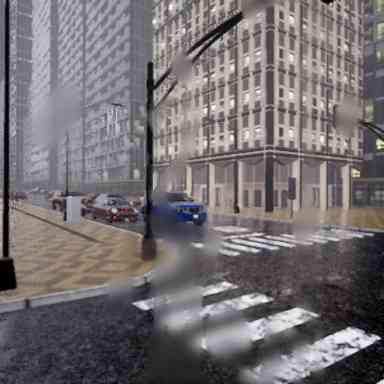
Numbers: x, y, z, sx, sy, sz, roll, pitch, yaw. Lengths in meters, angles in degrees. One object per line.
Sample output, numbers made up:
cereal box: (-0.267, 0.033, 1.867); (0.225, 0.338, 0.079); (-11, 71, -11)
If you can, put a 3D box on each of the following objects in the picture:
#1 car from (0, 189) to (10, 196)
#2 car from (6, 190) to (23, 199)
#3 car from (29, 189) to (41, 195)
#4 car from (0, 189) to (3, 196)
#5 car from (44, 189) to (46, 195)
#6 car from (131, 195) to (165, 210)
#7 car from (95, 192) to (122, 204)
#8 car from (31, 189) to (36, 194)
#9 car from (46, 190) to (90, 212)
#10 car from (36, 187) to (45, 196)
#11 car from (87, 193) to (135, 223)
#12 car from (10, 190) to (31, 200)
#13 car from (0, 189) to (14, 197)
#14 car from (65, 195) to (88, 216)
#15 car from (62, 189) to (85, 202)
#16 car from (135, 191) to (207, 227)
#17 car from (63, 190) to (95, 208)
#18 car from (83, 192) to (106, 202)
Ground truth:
car: (-40.753, 0.072, 71.765); (1.947, 1.339, 4.313); (2, 0, -36)
car: (-31.026, 0.378, 58.162); (2.008, 1.369, 4.403); (2, 0, -36)
car: (-40.470, -0.098, 85.778); (1.947, 1.339, 4.313); (2, 0, -36)
car: (-34.268, 0.265, 62.696); (1.887, 1.381, 4.507); (2, 0, -36)
car: (-23.604, 0.427, 57.713); (1.882, 1.535, 5.008); (0, 1, -36)
car: (-4.795, 1.099, 35.881); (1.802, 1.307, 4.206); (2, 0, -36)
car: (-11.379, 0.824, 45.093); (1.752, 1.417, 4.829); (2, 0, -36)
car: (-37.220, -0.241, 81.242); (2.192, 1.841, 5.009); (2, 0, -36)
car: (-11.567, 0.787, 30.956); (2.192, 1.841, 5.009); (2, 0, -36)
car: (-33.983, 0.095, 76.706); (1.887, 1.381, 4.507); (2, 0, -36)
car: (-5.086, 1.128, 21.887); (1.967, 1.590, 4.097); (2, 0, -36)
car: (-27.784, 0.480, 53.628); (1.887, 1.381, 4.507); (2, 0, -36)
car: (-37.510, 0.164, 67.231); (2.008, 1.369, 4.403); (2, 0, -36)
car: (-8.333, 1.162, 26.422); (1.802, 1.307, 4.206); (2, 0, -36)
car: (-17.660, 0.498, 49.399); (2.097, 1.767, 4.553); (0, 1, -36)
car: (-1.311, 0.978, 21.095); (2.150, 2.045, 5.566); (0, 1, -34)
car: (-12.544, 0.737, 36.763); (2.097, 1.767, 4.553); (0, 1, -36)
car: (-14.525, 0.761, 49.490); (1.947, 1.339, 4.313); (2, 0, -36)
